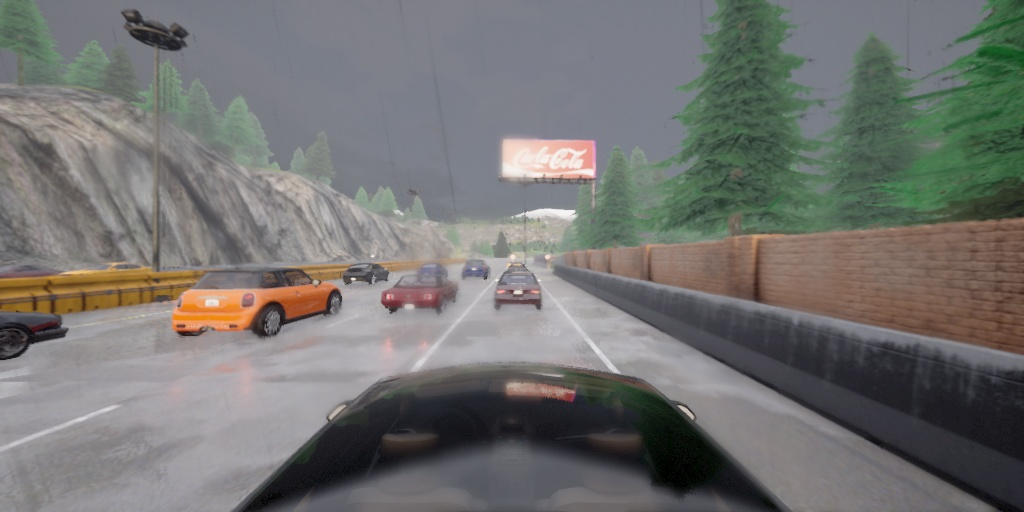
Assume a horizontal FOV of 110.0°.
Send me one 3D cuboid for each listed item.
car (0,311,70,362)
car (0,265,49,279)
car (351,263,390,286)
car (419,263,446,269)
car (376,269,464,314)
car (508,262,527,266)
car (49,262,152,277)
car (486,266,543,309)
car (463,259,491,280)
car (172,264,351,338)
[{"bbox_3d":[-10.351,1.271,5.075,2.033,1.411,5.357,0,0,0],"label":"car"},{"bbox_3d":[-31.267,1.234,22.629,1.994,1.385,4.181,0,0,2],"label":"car"},{"bbox_3d":[-10.104,1.229,25.316,1.837,1.490,4.892,0,0,1],"label":"car"},{"bbox_3d":[-6.560,1.260,29.785,1.812,1.442,4.674,0,0,1],"label":"car"},{"bbox_3d":[-3.255,1.343,13.730,1.895,1.301,4.718,0,0,1],"label":"car"},{"bbox_3d":[0.520,1.316,35.191,1.994,1.385,4.181,0,0,1],"label":"car"},{"bbox_3d":[-27.710,1.194,24.815,1.882,1.535,5.008,0,0,1],"label":"car"},{"bbox_3d":[0.258,1.299,14.881,2.033,1.411,5.357,0,0,1],"label":"car"},{"bbox_3d":[-3.027,1.095,31.359,2.097,1.767,4.553,0,0,1],"label":"car"},{"bbox_3d":[-6.781,1.085,10.255,2.097,1.767,4.553,0,0,1],"label":"car"}]
